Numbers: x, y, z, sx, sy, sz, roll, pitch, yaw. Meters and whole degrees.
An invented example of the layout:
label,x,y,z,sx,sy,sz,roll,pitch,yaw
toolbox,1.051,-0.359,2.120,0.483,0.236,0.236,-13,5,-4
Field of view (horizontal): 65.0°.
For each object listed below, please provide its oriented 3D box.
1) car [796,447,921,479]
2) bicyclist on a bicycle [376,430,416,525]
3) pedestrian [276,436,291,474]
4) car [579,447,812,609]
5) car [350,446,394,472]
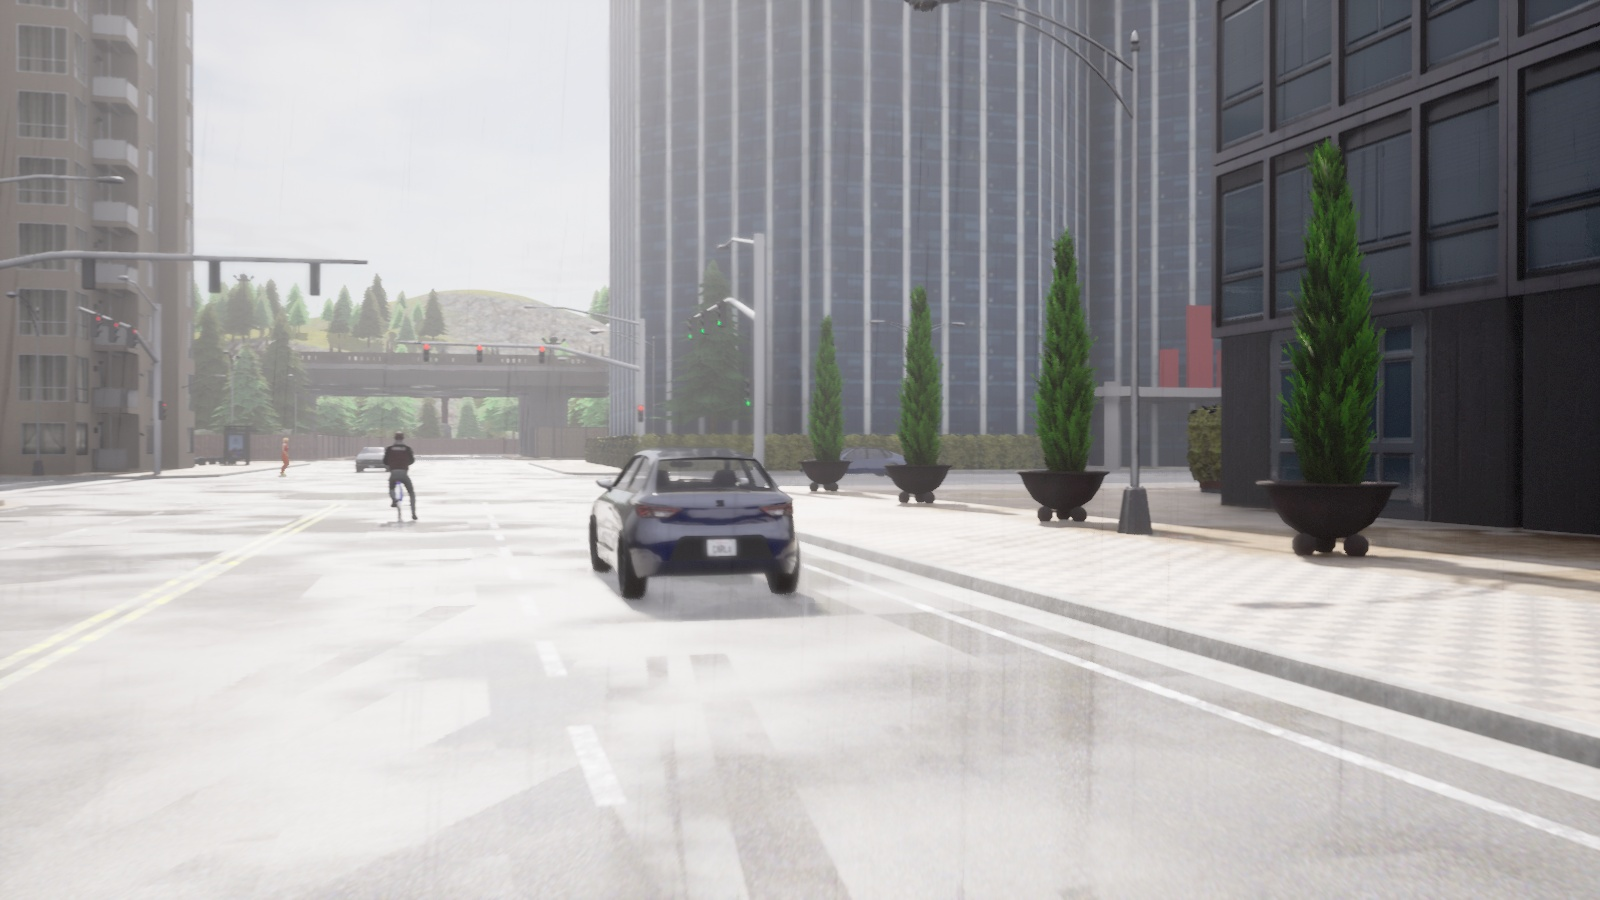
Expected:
label,x,y,z,sx,sy,sz,roll,pitch,yaw
car,2.664,0.565,57.633,5.357,1.411,2.033,0,0,-16
bicyclist on a bicycle,-7.828,0.511,24.393,0.659,1.776,1.843,0,0,-15
pedestrian,-24.875,0.247,60.437,0.594,1.836,0.345,0,0,-8
car,-1.308,0.704,13.740,1.816,1.474,4.193,0,0,-15
car,-23.963,0.487,70.446,2.033,1.411,5.357,0,0,-15
